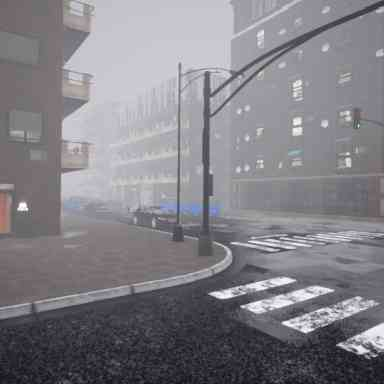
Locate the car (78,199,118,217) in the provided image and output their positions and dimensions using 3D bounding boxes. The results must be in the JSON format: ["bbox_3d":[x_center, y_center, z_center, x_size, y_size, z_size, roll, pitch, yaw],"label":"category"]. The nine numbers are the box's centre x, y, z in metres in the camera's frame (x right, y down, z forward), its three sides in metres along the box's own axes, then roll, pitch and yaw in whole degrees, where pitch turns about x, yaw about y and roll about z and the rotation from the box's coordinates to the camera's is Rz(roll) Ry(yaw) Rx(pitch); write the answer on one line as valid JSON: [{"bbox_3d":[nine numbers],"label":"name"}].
[{"bbox_3d":[-8.756,1.592,30.820,1.802,1.307,4.206,1,-1,-35],"label":"car"}]

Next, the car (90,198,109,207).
[{"bbox_3d":[-14.979,1.730,53.713,1.802,1.307,4.206,1,-1,-35],"label":"car"}]

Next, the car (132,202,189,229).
[{"bbox_3d":[-2.400,1.540,21.611,2.008,1.369,4.403,1,-1,-35],"label":"car"}]

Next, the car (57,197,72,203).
[{"bbox_3d":[-27.688,1.727,72.131,1.887,1.381,4.507,1,-1,-35],"label":"car"}]

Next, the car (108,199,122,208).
[{"bbox_3d":[-11.802,1.683,49.109,1.887,1.381,4.507,1,-1,-35],"label":"car"}]

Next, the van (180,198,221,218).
[{"bbox_3d":[0.909,1.439,30.692,1.690,1.788,3.998,1,-1,-35],"label":"van"}]

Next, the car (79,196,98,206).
[{"bbox_3d":[-18.155,1.597,58.318,1.967,1.590,4.097,1,-1,-35],"label":"car"}]

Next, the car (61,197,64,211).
[{"bbox_3d":[-15.110,1.581,40.029,2.008,1.369,4.403,1,-1,-35],"label":"car"}]

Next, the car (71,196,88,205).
[{"bbox_3d":[-21.332,1.606,62.922,1.967,1.590,4.097,1,-1,-35],"label":"car"}]

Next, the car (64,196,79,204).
[{"bbox_3d":[-24.510,1.614,67.527,1.967,1.590,4.097,1,-1,-35],"label":"car"}]

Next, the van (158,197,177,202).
[{"bbox_3d":[-2.268,1.450,35.297,1.690,1.788,3.998,1,-1,-35],"label":"van"}]

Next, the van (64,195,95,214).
[{"bbox_3d":[-11.931,1.361,35.426,1.690,1.788,3.998,1,-1,-35],"label":"van"}]
